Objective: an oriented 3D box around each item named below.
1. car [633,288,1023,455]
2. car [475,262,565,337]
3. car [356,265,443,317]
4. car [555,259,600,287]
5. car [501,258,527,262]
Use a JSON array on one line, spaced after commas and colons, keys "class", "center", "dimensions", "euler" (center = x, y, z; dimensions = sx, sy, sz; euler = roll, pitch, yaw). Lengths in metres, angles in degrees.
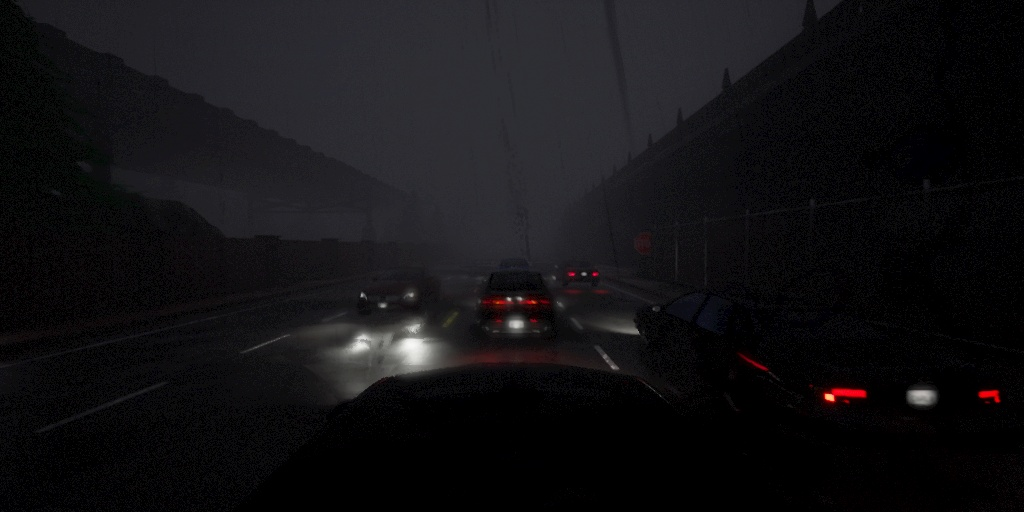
[{"class": "car", "center": [3.583, 1.213, 5.603], "dimensions": [2.033, 1.411, 5.357], "euler": [0, 1, 1]}, {"class": "car", "center": [0.097, 1.083, 9.616], "dimensions": [1.837, 1.490, 4.892], "euler": [0, 1, 0]}, {"class": "car", "center": [-3.576, 1.047, 12.248], "dimensions": [1.812, 1.442, 4.674], "euler": [0, 1, 0]}, {"class": "car", "center": [3.603, 0.892, 20.421], "dimensions": [2.033, 1.411, 5.357], "euler": [0, 1, 0]}, {"class": "car", "center": [0.103, 0.833, 19.916], "dimensions": [1.882, 1.535, 5.008], "euler": [0, 1, 0]}]
